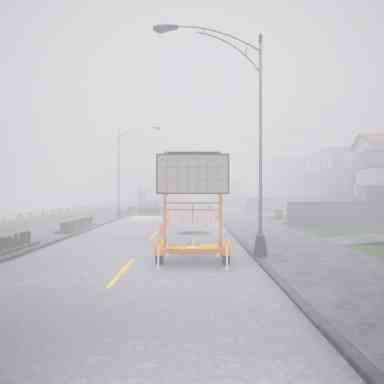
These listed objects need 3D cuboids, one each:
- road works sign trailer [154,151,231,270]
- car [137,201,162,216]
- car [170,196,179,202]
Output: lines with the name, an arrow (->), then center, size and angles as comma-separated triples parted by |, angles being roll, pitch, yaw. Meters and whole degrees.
road works sign trailer -> 0.022, 0.464, 11.029 | 2.380, 3.560, 2.880 | 0, 0, 0
car -> -4.033, 1.564, 32.185 | 1.994, 1.385, 4.181 | 0, 0, 0
car -> -3.842, 1.547, 74.752 | 2.033, 1.411, 5.357 | 0, 0, 0
